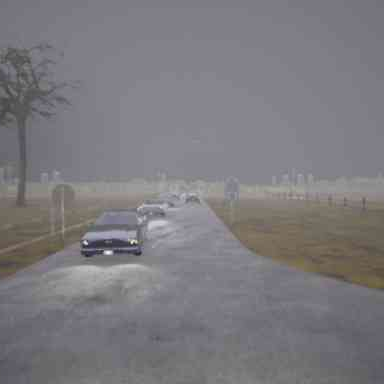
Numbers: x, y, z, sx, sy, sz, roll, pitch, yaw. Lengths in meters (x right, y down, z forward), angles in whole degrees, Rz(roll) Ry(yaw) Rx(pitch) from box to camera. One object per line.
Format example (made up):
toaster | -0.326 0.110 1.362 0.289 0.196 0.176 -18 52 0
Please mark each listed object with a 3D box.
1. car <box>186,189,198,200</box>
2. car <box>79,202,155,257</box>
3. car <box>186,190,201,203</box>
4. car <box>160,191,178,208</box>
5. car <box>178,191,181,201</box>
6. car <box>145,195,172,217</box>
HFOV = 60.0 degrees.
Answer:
car | -0.010 0.388 58.388 2.097 1.767 4.553 -1 1 0
car | -2.615 1.338 12.322 2.033 1.411 5.357 -1 1 -4
car | 0.054 0.749 45.495 1.812 1.442 4.674 -1 1 0
car | -2.882 0.903 36.460 1.837 1.490 4.892 -1 1 0
car | -2.803 0.551 52.611 1.882 1.535 5.008 -1 1 0
car | -2.882 1.169 25.714 1.895 1.301 4.718 -1 1 0
